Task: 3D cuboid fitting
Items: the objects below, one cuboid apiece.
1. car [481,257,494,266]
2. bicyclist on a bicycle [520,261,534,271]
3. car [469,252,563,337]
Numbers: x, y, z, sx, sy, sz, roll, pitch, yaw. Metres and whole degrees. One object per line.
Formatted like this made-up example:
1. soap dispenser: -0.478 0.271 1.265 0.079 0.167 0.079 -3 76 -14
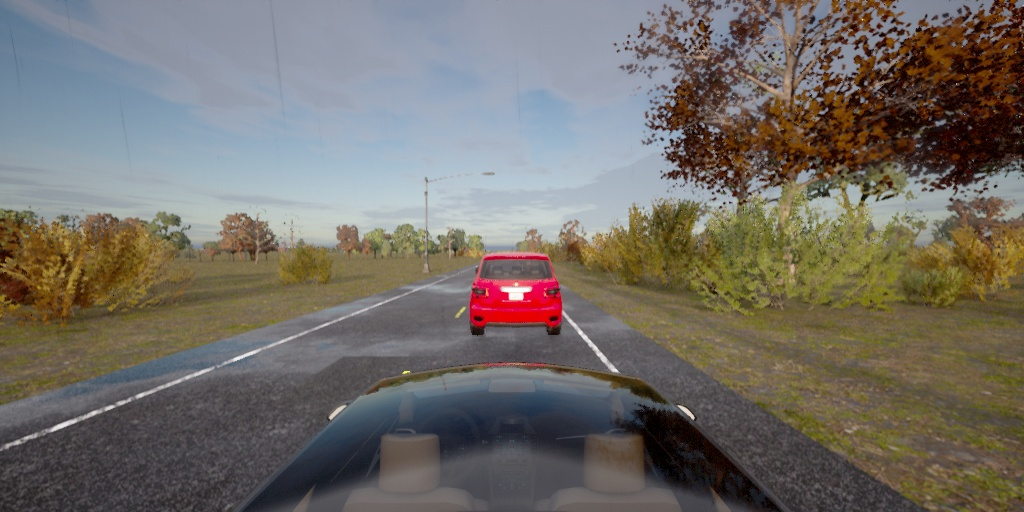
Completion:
1. car: -3.887 0.899 58.528 1.812 1.442 4.674 0 1 0
2. bicyclist on a bicycle: 0.932 0.996 20.229 0.659 1.776 1.843 0 1 0
3. car: 0.087 0.915 10.233 2.150 2.045 5.566 0 0 0
